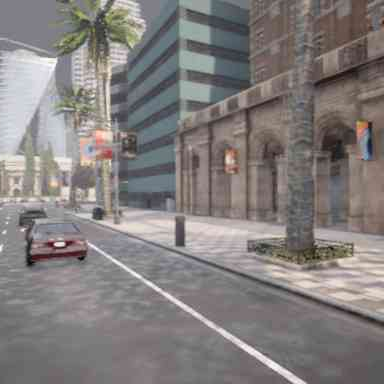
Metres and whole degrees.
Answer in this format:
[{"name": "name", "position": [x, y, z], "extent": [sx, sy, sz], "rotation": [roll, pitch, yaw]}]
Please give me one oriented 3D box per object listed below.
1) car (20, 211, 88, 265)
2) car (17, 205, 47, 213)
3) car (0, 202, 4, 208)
[{"name": "car", "position": [-5.190, 1.663, 12.362], "extent": [2.033, 1.411, 5.357], "rotation": [0, 0, -28]}, {"name": "car", "position": [-12.674, 1.770, 26.469], "extent": [1.837, 1.490, 4.892], "rotation": [0, 0, -28]}, {"name": "car", "position": [-35.356, 2.198, 59.210], "extent": [2.033, 1.411, 5.357], "rotation": [0, 0, -10]}]
